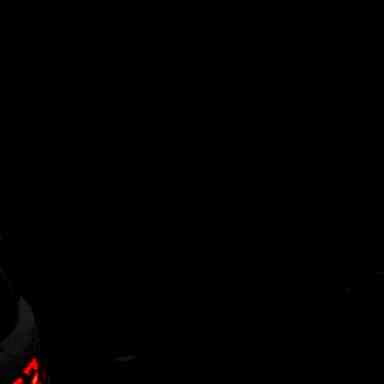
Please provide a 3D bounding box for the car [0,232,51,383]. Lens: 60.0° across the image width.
[{"bbox_3d":[-3.375,1.230,0.939,5.566,2.045,2.150,0,0,-36],"label":"car"}]
